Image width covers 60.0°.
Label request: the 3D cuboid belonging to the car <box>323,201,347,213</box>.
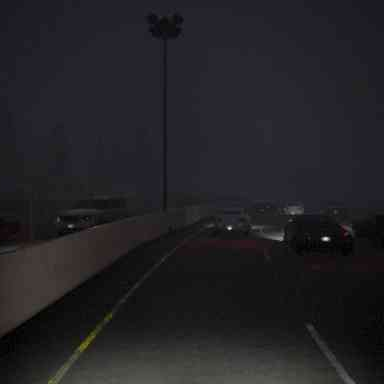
[{"bbox_3d":[13.562,1.551,31.590,2.128,1.511,4.902,0,0,21],"label":"car"}]

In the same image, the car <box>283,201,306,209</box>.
[{"bbox_3d":[9.303,1.577,30.262,1.812,1.442,4.674,0,0,20],"label":"car"}]

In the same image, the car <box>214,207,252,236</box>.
[{"bbox_3d":[2.344,1.552,18.720,1.812,1.442,4.674,0,0,12],"label":"car"}]

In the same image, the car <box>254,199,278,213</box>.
[{"bbox_3d":[8.396,1.660,37.388,1.895,1.301,4.718,0,0,24],"label":"car"}]

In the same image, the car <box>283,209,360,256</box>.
[{"bbox_3d":[4.912,1.588,13.380,1.994,1.385,4.181,0,0,9],"label":"car"}]

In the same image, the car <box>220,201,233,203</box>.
[{"bbox_3d":[6.141,1.569,55.681,2.128,1.511,4.902,0,0,33],"label":"car"}]

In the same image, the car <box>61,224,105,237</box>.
[{"bbox_3d":[-5.129,1.236,18.158,2.150,2.045,5.566,0,0,11],"label":"car"}]

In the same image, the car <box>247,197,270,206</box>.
[{"bbox_3d":[11.561,1.635,57.569,2.033,1.411,5.357,0,0,35],"label":"car"}]

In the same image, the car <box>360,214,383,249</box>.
[{"bbox_3d":[8.605,1.632,14.567,1.895,1.301,4.718,0,0,10],"label":"car"}]
